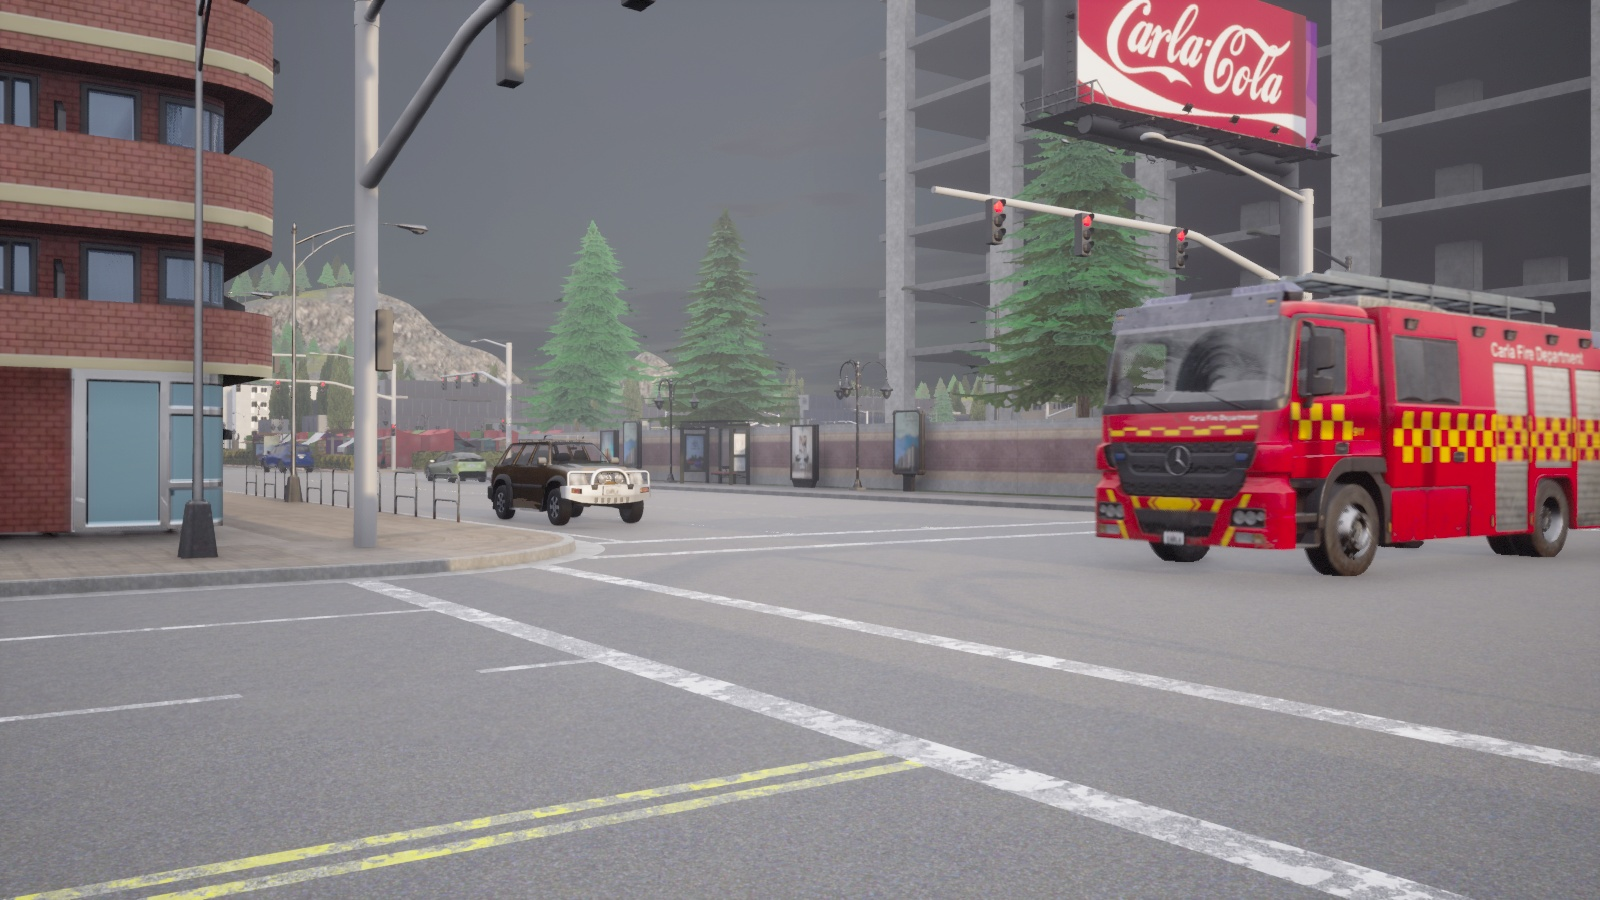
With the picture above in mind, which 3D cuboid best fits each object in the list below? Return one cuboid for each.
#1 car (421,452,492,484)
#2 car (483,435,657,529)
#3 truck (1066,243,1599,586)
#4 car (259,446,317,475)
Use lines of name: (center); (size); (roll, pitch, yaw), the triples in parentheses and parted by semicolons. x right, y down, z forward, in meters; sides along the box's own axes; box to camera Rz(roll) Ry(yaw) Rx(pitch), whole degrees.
car: (-17.131, 0.881, 62.480); (2.007, 1.525, 4.514); (0, 0, -35)
car: (-5.046, 0.638, 27.088); (1.932, 1.855, 4.605); (0, 0, -35)
truck: (7.777, -0.393, 17.609); (8.468, 3.827, 2.891); (0, 0, -35)
car: (-36.866, 0.763, 90.351); (2.150, 2.045, 5.566); (0, 0, -41)
